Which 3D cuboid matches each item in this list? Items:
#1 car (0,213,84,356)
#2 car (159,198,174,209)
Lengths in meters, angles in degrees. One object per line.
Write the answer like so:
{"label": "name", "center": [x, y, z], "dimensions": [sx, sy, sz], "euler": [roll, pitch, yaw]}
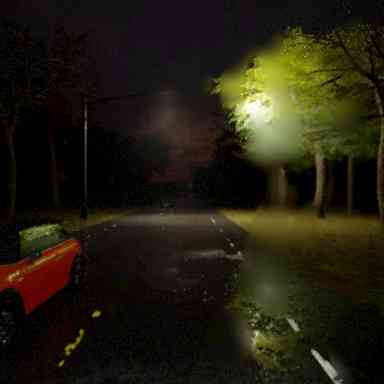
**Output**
{"label": "car", "center": [-3.608, 1.359, 6.017], "dimensions": [2.097, 1.767, 4.553], "euler": [0, 0, 0]}
{"label": "car", "center": [-3.647, 1.630, 48.462], "dimensions": [1.812, 1.442, 4.674], "euler": [0, 0, 0]}
